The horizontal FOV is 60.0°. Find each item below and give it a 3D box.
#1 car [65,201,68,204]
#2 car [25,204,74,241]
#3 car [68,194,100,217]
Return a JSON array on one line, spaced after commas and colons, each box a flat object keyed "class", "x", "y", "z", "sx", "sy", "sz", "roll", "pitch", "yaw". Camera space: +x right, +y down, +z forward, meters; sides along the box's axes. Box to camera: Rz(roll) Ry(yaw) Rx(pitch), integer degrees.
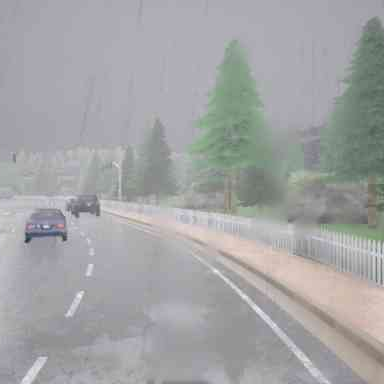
[{"class": "car", "x": -14.382, "y": 1.530, "z": 40.735, "sx": 1.837, "sy": 1.490, "sz": 4.892, "roll": 0, "pitch": 0, "yaw": -25}, {"class": "car", "x": -7.309, "y": 1.557, "z": 16.754, "sx": 2.033, "sy": 1.411, "sz": 5.357, "roll": 0, "pitch": 0, "yaw": -23}, {"class": "car", "x": -10.170, "y": 1.239, "z": 31.674, "sx": 2.150, "sy": 2.045, "sz": 5.566, "roll": 0, "pitch": 0, "yaw": -25}]
